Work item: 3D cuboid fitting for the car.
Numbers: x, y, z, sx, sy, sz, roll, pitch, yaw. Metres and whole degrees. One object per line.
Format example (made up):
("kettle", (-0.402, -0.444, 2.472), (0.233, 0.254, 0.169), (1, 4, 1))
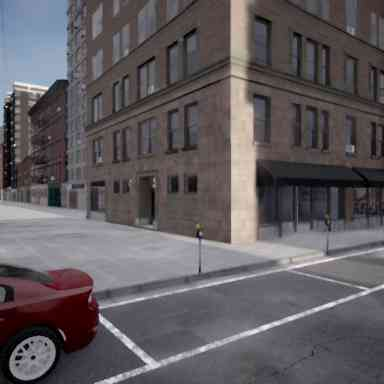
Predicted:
("car", (-3.373, 1.545, 3.782), (4.507, 1.381, 1.887), (0, 0, -36))
